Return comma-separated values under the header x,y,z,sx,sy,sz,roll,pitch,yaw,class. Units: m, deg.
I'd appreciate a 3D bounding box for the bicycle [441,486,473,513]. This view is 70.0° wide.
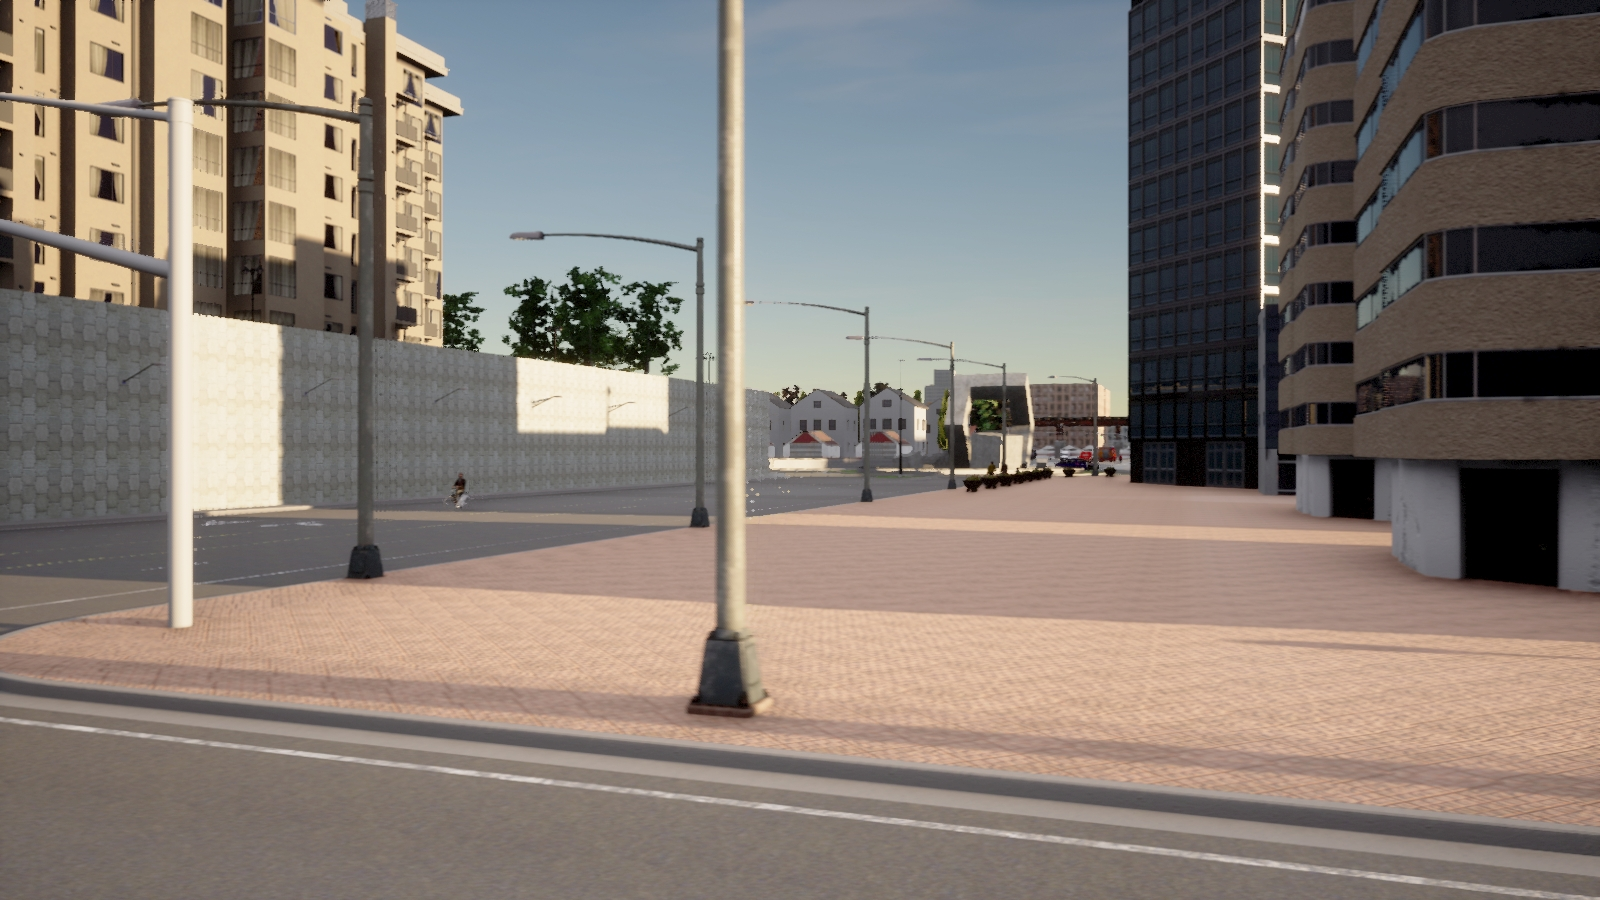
x,y,z,sx,sy,sz,roll,pitch,yaw,class
-15.488,2.232,51.626,0.329,1.126,1.835,0,0,20,bicycle
